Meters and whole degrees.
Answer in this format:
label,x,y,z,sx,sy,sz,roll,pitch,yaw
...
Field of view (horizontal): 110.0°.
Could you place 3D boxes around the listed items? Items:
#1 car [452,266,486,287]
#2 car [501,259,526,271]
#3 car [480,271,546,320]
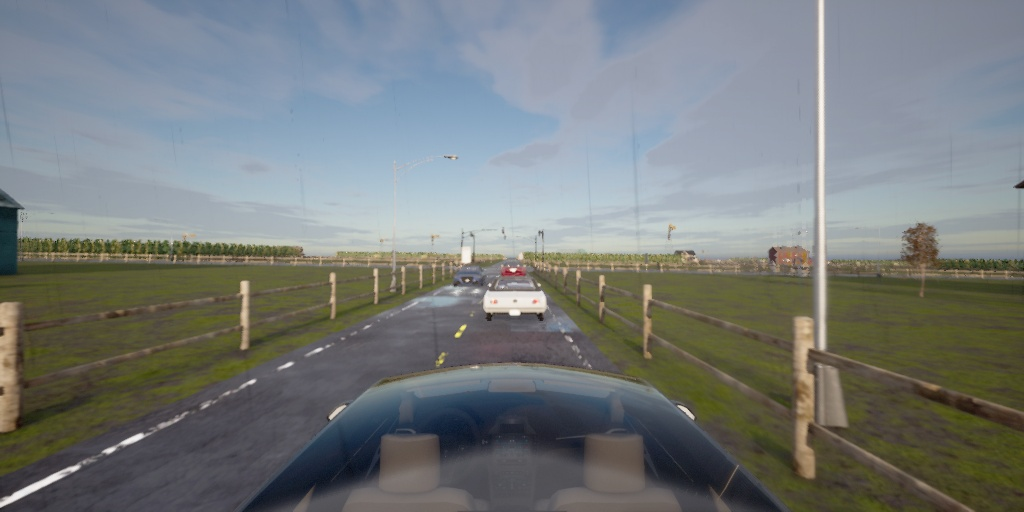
label,x,y,z,sx,sy,sz,roll,pitch,yaw
car,-2.833,1.358,24.684,1.994,1.385,4.181,0,0,0
car,0.117,1.159,30.272,2.097,1.767,4.553,0,0,0
car,0.090,1.371,12.743,1.895,1.301,4.718,0,0,0
